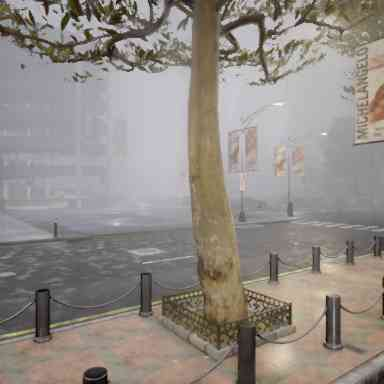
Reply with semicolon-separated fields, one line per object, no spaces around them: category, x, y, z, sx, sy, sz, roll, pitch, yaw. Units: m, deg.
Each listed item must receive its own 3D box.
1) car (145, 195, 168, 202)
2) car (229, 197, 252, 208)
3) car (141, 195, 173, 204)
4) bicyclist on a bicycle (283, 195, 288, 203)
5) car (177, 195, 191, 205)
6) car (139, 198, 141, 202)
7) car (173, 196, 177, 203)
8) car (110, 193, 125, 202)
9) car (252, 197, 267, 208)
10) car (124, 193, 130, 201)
car;-8.346;1.537;77.513;4.902;1.511;2.128;0;0;26
car;5.650;1.557;48.127;2.033;1.411;5.357;0;0;-36
car;-6.658;1.557;63.387;5.357;1.411;2.033;0;0;41
bicyclist on a bicycle;17.554;1.315;62.343;1.656;1.620;0.582;0;0;-36
car;0.166;1.362;55.533;2.097;1.767;4.553;0;0;-38
car;-9.558;1.535;74.212;4.674;1.442;1.812;0;0;26
car;-3.247;1.502;64.979;4.902;1.511;2.128;0;0;44
car;-18.836;1.554;77.836;4.718;1.301;1.895;0;0;11
car;8.956;1.488;49.518;1.882;1.535;5.008;0;0;-37
car;-17.903;1.176;81.210;5.566;2.045;2.150;0;0;11
